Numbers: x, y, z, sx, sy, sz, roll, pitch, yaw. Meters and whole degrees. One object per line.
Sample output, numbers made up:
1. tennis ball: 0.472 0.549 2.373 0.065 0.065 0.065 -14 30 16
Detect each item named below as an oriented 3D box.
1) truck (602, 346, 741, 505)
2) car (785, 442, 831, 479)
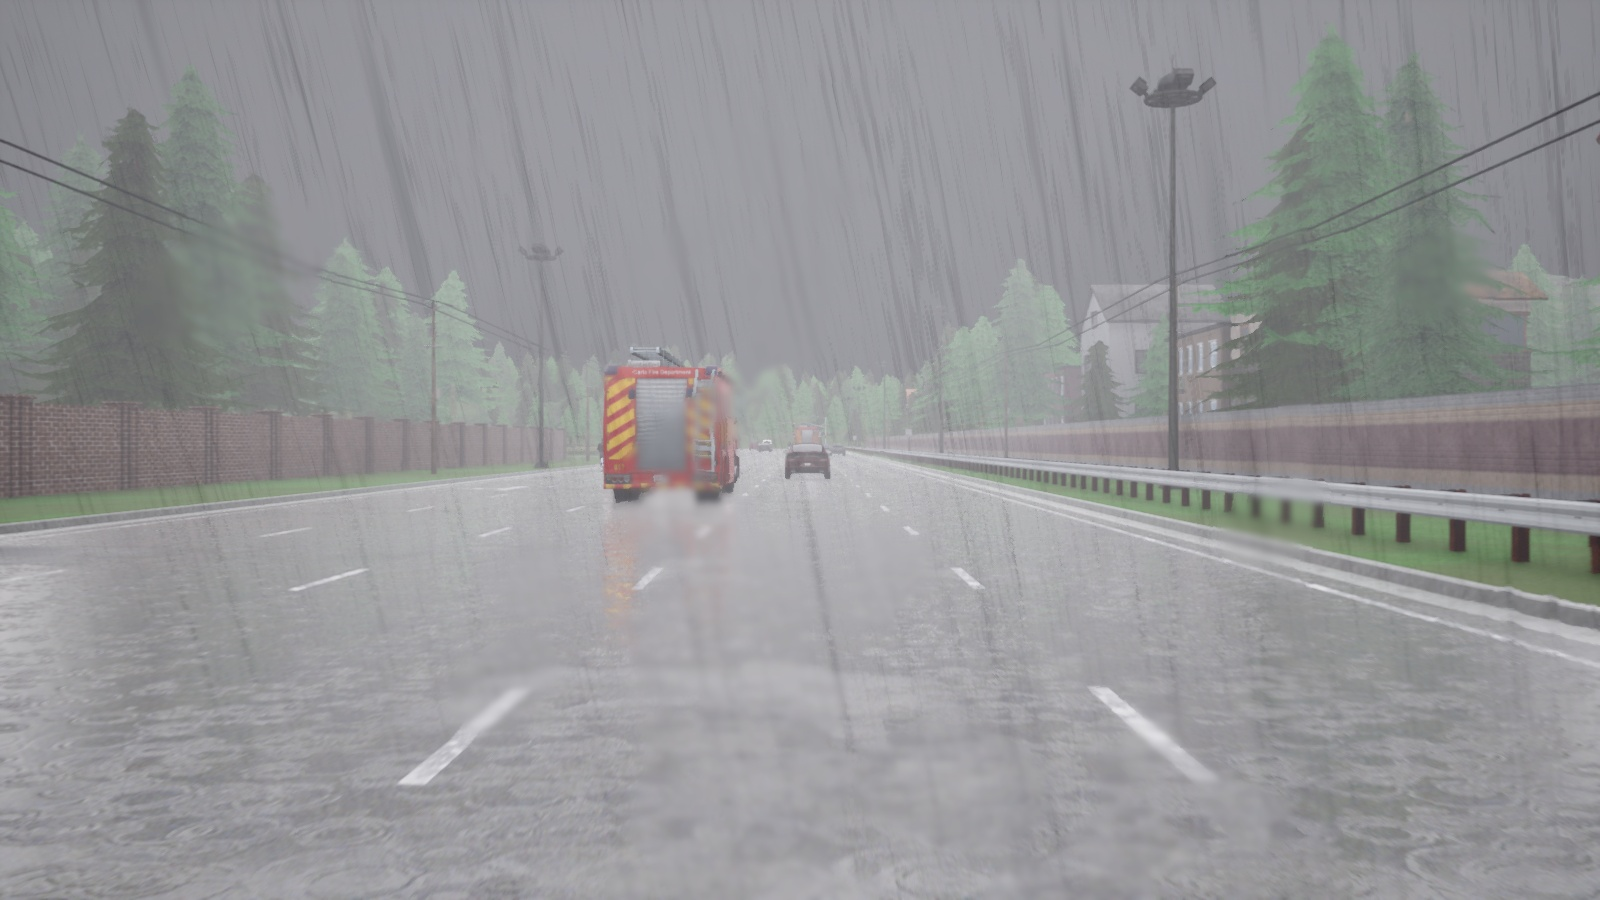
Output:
1. truck: -3.287 -0.615 34.424 2.891 3.827 8.468 0 0 0
2. car: 0.323 0.421 53.880 1.882 1.535 5.008 0 0 0
